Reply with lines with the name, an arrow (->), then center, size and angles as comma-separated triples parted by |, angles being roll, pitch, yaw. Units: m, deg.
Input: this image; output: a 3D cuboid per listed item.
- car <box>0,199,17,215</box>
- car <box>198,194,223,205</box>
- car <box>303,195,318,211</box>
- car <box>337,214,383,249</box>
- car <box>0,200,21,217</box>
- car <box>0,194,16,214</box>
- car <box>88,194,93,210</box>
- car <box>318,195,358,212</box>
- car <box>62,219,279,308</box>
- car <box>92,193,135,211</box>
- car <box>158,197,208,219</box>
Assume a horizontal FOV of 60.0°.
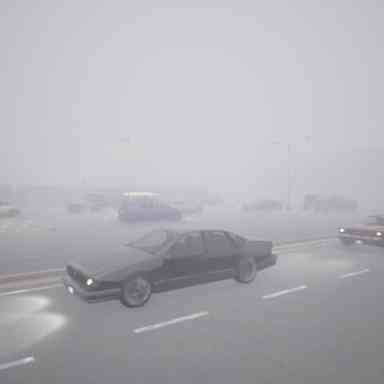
car -> -18.184, 1.382, 30.118 | 3.905, 1.438, 1.784 | 0, 0, -35
car -> 3.571, 1.247, 55.675 | 3.866, 1.878, 1.905 | 0, 0, -35
car -> 14.957, 1.240, 39.693 | 3.866, 1.878, 1.905 | 0, 0, -35
car -> 8.262, 1.636, 14.191 | 4.718, 1.301, 1.895 | 0, 0, -36
car -> -16.509, 1.412, 27.756 | 3.806, 1.475, 1.970 | 0, 0, -35
car -> -19.777, 1.172, 32.277 | 4.605, 1.855, 1.932 | 0, 0, -35
car -> -12.330, 1.418, 47.919 | 3.905, 1.438, 1.784 | 0, 0, -35
car -> 16.587, 1.236, 37.301 | 4.605, 1.855, 1.932 | 0, 0, -35
car -> -0.221, 1.560, 8.137 | 5.357, 1.411, 2.033 | 0, 0, -35
car -> -10.706, 1.206, 45.520 | 4.605, 1.855, 1.932 | 0, 0, -35
car -> -0.855, 1.443, 31.791 | 3.806, 1.475, 1.970 | 0, 0, -35
